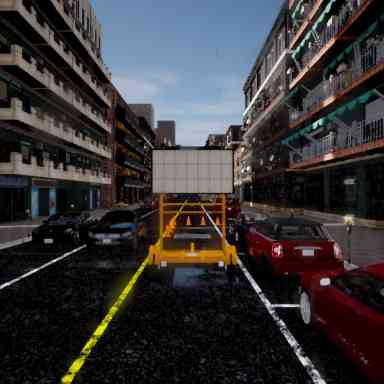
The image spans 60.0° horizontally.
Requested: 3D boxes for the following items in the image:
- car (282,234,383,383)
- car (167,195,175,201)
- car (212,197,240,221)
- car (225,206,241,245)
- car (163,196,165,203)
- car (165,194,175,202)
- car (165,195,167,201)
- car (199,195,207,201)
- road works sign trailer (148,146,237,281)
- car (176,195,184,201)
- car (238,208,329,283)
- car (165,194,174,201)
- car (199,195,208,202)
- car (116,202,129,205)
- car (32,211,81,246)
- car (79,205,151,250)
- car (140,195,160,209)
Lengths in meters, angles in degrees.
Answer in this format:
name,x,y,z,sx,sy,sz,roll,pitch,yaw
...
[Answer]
name,x,y,z,sx,sy,sz,roll,pitch,yaw
car,2.699,1.545,4.046,1.887,1.381,4.507,0,0,0
car,-5.557,1.513,88.609,1.887,1.381,4.507,0,0,0
car,2.733,1.312,26.592,2.192,1.841,5.009,0,0,0
car,2.715,1.550,15.318,2.008,1.369,4.403,0,0,0
car,-5.615,1.303,49.154,2.192,1.841,5.009,0,0,0
car,-5.573,1.290,77.336,2.192,1.841,5.009,0,0,0
car,-5.608,1.568,54.790,1.802,1.307,4.206,0,0,0
car,2.823,1.514,88.592,1.887,1.381,4.507,0,0,0
road works sign trailer,0.016,0.464,9.819,2.380,3.560,2.880,0,0,0
car,-2.883,1.480,79.043,1.837,1.490,4.892,0,0,0
car,2.707,1.440,9.683,1.967,1.590,4.097,0,0,0
car,-5.566,1.412,82.971,1.967,1.590,4.097,0,0,0
car,2.807,1.500,77.489,1.752,1.417,4.829,0,0,0
car,-5.649,1.522,26.437,1.752,1.417,4.829,0,0,0
car,-5.666,1.565,15.334,1.947,1.339,4.313,0,0,0
car,-3.078,1.525,14.360,1.812,1.442,4.674,0,0,0
car,-5.624,1.431,43.517,1.967,1.590,4.097,0,0,0
